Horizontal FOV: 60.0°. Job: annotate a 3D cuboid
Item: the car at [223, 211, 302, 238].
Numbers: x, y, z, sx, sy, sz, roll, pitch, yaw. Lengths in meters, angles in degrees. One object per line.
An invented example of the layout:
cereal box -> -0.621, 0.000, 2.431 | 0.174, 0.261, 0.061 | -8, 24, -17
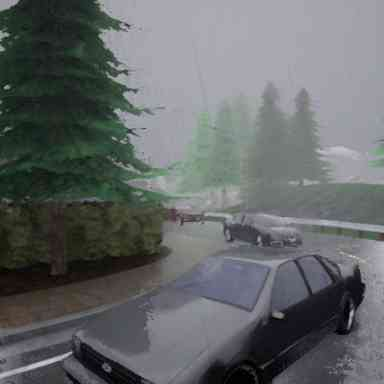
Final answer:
car -> 3.106, 1.693, 15.315 | 1.837, 1.490, 4.892 | 0, -1, -21

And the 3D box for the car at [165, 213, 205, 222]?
car -> -0.925, 1.443, 23.288 | 1.882, 1.535, 5.008 | 0, -1, -31

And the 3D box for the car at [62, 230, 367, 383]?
car -> 0.971, 1.610, 5.047 | 2.033, 1.411, 5.357 | -1, -1, 44
